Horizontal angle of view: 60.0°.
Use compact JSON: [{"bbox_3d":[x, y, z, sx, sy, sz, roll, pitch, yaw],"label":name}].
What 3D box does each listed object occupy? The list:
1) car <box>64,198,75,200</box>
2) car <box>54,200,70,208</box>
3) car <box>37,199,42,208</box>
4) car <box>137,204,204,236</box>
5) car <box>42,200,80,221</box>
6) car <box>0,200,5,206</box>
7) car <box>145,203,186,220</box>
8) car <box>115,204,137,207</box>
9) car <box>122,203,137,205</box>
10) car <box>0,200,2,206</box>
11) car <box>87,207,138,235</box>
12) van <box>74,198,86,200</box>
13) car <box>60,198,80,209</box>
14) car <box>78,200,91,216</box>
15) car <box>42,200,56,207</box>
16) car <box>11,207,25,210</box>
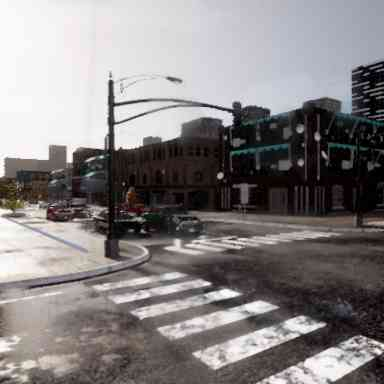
[{"bbox_3d":[-21.118,2.143,53.945,2.128,1.511,4.902,0,0,-35],"label":"car"},{"bbox_3d":[-25.101,2.292,64.003,1.887,1.381,4.507,-1,0,-35],"label":"car"},{"bbox_3d":[-27.108,2.362,62.371,1.895,1.301,4.718,0,0,-35],"label":"car"},{"bbox_3d":[-1.254,1.590,20.393,2.097,1.767,4.553,0,0,-34],"label":"car"},{"bbox_3d":[-12.680,1.879,32.083,1.967,1.590,4.097,-1,0,-35],"label":"car"},{"bbox_3d":[-44.763,2.580,77.186,2.008,1.369,4.403,-1,0,-35],"label":"car"},{"bbox_3d":[-2.641,1.874,32.432,2.008,1.369,4.403,-1,0,-35],"label":"car"},{"bbox_3d":[-6.361,1.940,27.688,1.895,1.301,4.718,0,0,-35],"label":"car"},{"bbox_3d":[-5.849,1.968,36.942,1.802,1.307,4.206,-1,0,-35],"label":"car"},{"bbox_3d":[-41.557,2.412,72.675,1.967,1.590,4.097,-1,0,-35],"label":"car"},{"bbox_3d":[-4.732,1.846,20.705,1.947,1.339,4.313,-1,0,-35],"label":"car"},{"bbox_3d":[-18.688,1.971,54.983,1.690,1.788,3.998,-1,0,-35],"label":"van"},{"bbox_3d":[-21.897,2.004,59.493,2.192,1.841,5.009,-1,0,-35],"label":"car"},{"bbox_3d":[-12.281,1.961,36.021,1.837,1.490,4.892,0,0,-35],"label":"car"},{"bbox_3d":[-31.518,2.428,73.025,1.947,1.339,4.313,-1,0,-35],"label":"car"},{"bbox_3d":[-28.622,2.265,54.496,1.752,1.417,4.829,-1,0,-35],"label":"car"}]
